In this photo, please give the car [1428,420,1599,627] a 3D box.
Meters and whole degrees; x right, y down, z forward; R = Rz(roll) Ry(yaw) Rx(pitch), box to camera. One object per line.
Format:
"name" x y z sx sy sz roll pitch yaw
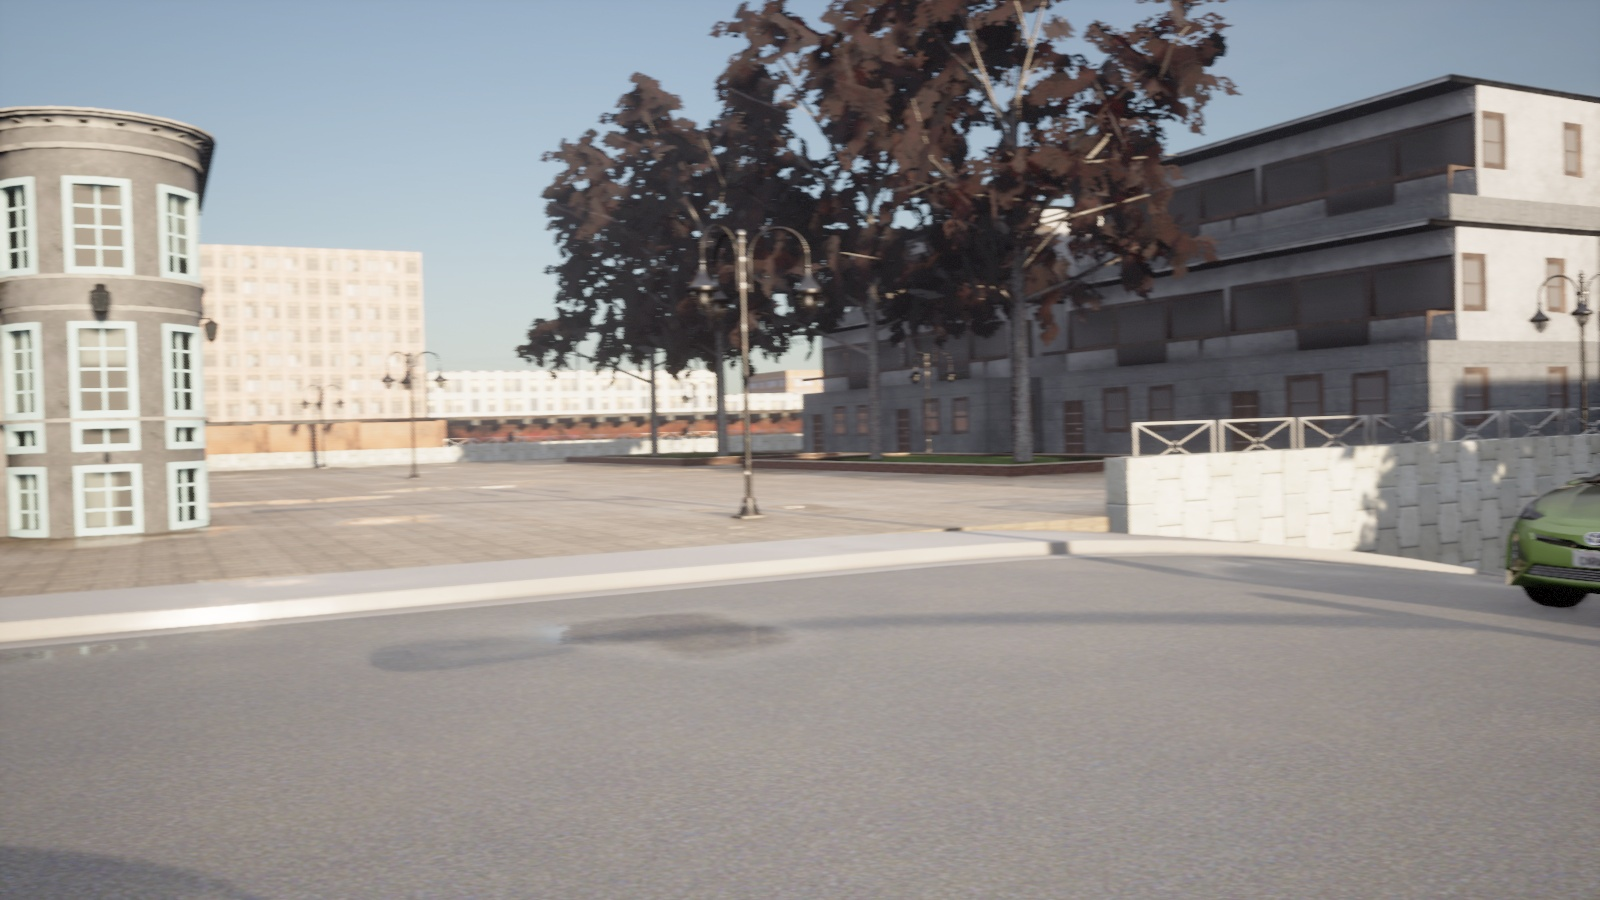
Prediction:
"car" 7.724 0.642 10.601 4.514 1.525 2.007 3 -1 -27
